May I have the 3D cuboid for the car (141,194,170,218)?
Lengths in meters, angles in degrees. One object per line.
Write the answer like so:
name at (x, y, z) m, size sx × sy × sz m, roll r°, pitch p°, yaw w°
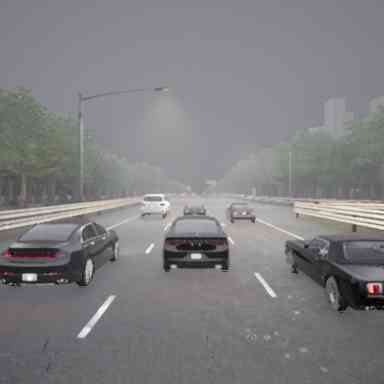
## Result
car at (-3.259, 1.225, 30.303) m, size 2.150 × 2.045 × 5.566 m, roll 0°, pitch 0°, yaw 0°

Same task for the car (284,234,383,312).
car at (3.603, 1.618, 7.702) m, size 1.895 × 1.301 × 4.718 m, roll 0°, pitch 0°, yaw 1°

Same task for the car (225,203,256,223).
car at (3.709, 1.564, 25.911) m, size 2.033 × 1.411 × 5.357 m, roll 0°, pitch 0°, yaw 1°

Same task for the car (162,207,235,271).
car at (0.133, 1.499, 11.046) m, size 1.882 × 1.535 × 5.008 m, roll 0°, pitch 0°, yaw 1°

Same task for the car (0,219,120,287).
car at (-3.384, 1.526, 9.407) m, size 1.837 × 1.490 × 4.892 m, roll 0°, pitch 0°, yaw 1°

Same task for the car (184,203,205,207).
car at (0.237, 1.607, 29.542) m, size 1.895 × 1.301 × 4.718 m, roll 0°, pitch 0°, yaw 0°
